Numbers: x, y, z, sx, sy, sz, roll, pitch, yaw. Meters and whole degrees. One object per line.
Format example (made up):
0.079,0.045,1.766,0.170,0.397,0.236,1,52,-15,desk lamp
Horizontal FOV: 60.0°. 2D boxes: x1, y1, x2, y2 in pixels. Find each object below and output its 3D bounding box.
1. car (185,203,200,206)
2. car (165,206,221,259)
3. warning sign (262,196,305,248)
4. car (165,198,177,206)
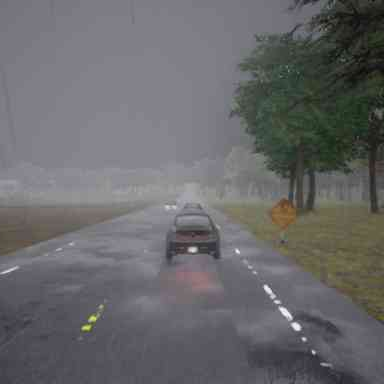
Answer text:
0.040,1.638,28.101,1.994,1.385,4.181,0,0,0,car
0.043,1.529,12.721,1.837,1.490,4.892,0,0,0,car
3.582,1.140,13.120,1.300,1.860,1.060,2,2,0,warning sign
-3.575,1.811,58.087,1.994,1.385,4.181,0,0,0,car
